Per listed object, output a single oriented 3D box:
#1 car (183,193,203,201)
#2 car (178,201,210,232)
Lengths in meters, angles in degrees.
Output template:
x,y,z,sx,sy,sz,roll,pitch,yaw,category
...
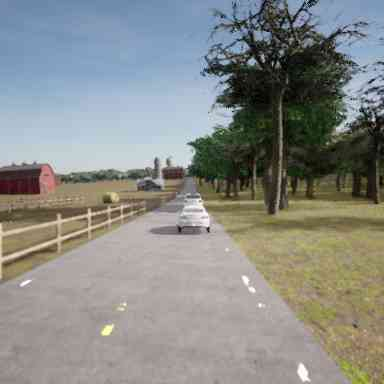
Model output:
x,y,z,sx,sy,sz,roll,pitch,yaw,category
0.111,1.183,39.641,2.150,2.045,5.566,0,0,0,car
0.107,1.530,20.261,1.812,1.442,4.674,0,0,0,car
